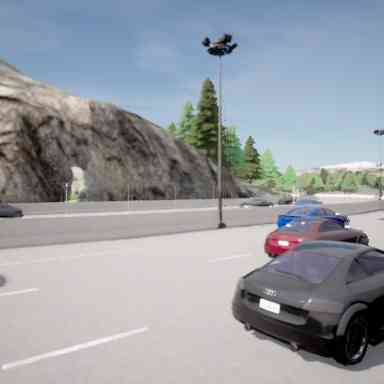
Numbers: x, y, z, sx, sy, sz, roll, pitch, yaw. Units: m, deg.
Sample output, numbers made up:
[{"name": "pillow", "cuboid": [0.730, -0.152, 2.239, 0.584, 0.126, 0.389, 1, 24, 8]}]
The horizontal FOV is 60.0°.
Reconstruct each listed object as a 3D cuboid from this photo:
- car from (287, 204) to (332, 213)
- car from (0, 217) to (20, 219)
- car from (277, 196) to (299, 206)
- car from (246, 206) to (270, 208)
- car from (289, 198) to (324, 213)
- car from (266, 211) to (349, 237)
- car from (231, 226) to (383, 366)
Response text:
[{"name": "car", "cuboid": [6.668, 1.499, 18.037, 5.008, 1.535, 1.882, 0, 0, -40]}, {"name": "car", "cuboid": [-16.048, 1.624, 27.060, 4.181, 1.385, 1.994, 0, 0, -37]}, {"name": "car", "cuboid": [16.898, 1.566, 58.327, 1.882, 1.535, 5.008, 0, 0, 39]}, {"name": "car", "cuboid": [7.344, 1.544, 37.795, 4.902, 1.511, 2.128, 0, 0, -44]}, {"name": "car", "cuboid": [13.443, 1.525, 38.936, 1.882, 1.535, 5.008, 0, 0, 44]}, {"name": "car", "cuboid": [4.444, 1.578, 11.696, 4.181, 1.385, 1.994, 0, 0, -39]}, {"name": "car", "cuboid": [2.689, 1.571, 5.892, 4.181, 1.385, 1.994, 0, 0, -37]}]
